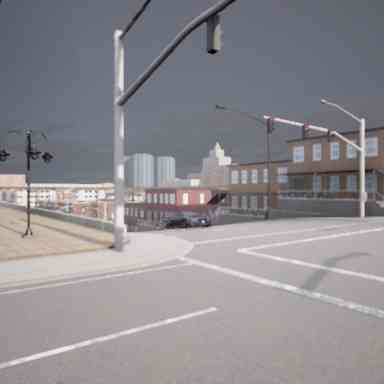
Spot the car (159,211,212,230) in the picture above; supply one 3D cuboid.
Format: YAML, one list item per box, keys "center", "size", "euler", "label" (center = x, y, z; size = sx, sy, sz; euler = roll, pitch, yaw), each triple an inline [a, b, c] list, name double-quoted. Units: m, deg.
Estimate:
- center: [-0.385, 2.143, 25.453]
  size: [1.994, 1.385, 4.181]
  euler: [0, -6, -36]
  label: "car"

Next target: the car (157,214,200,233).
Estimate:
- center: [-1.478, 3.189, 33.189]
  size: [1.895, 1.301, 4.718]
  euler: [0, -11, -37]
  label: "car"
